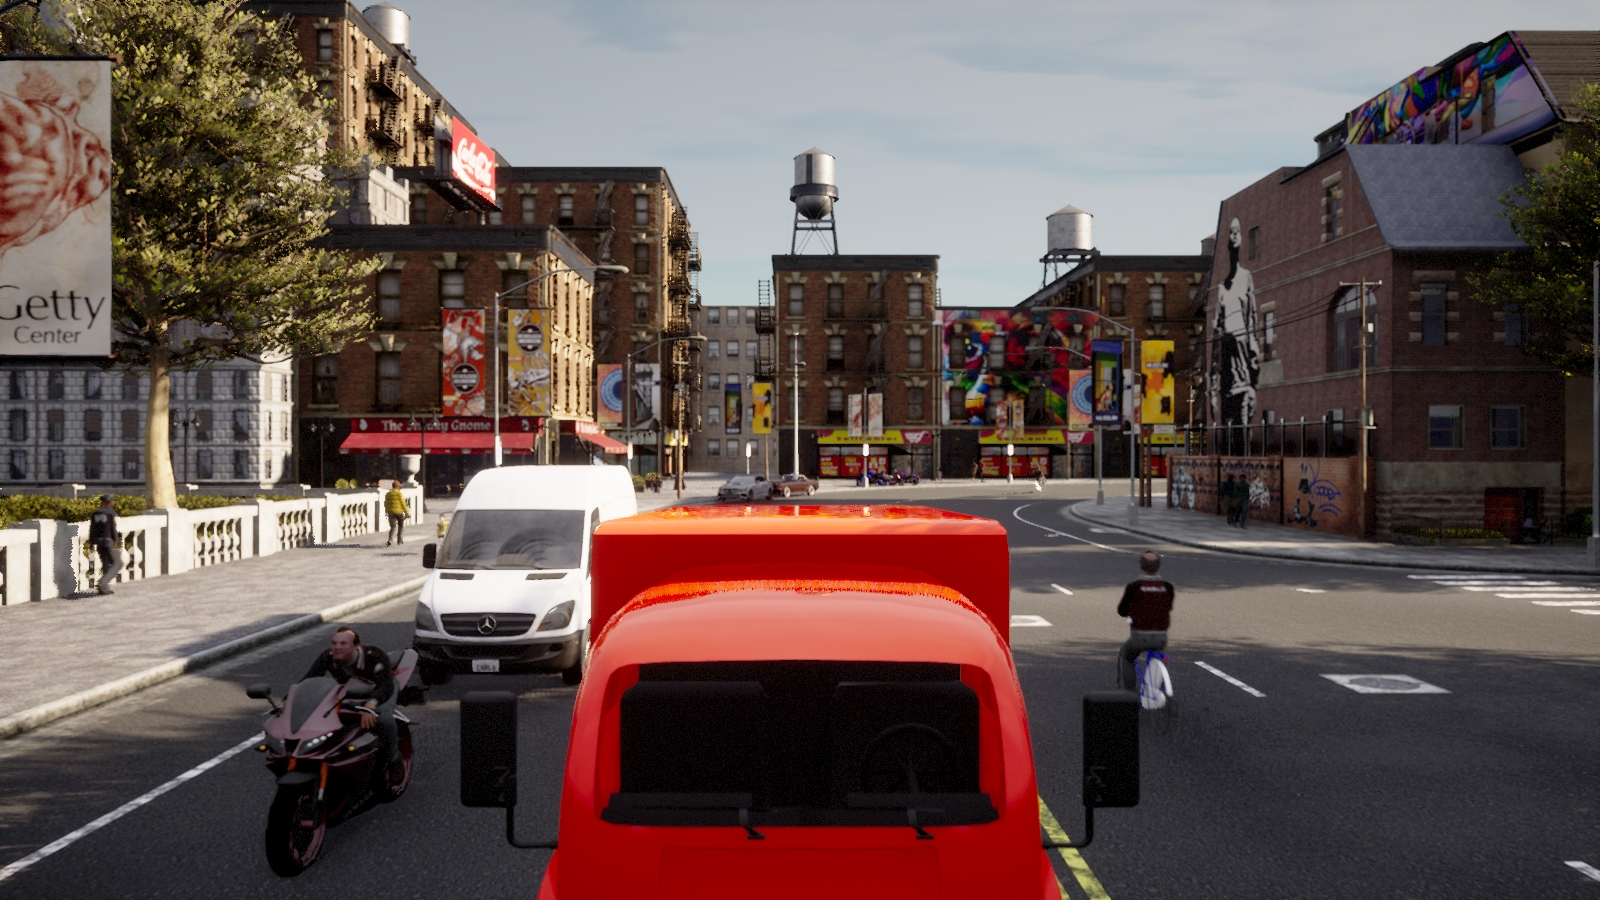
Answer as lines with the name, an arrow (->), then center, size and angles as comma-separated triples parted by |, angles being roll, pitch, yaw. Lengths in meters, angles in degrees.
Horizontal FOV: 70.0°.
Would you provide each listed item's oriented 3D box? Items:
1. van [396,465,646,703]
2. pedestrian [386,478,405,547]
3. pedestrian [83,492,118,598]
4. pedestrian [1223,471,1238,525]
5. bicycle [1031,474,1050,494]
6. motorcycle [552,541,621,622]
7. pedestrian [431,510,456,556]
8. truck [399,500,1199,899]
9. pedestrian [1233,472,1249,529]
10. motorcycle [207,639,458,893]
van -> -3.499, 1.526, 15.658 | 1.988, 2.561, 5.915 | 0, 0, 0
pedestrian -> -10.952, 1.681, 30.943 | 0.375, 1.860, 0.375 | 0, 0, 7
pedestrian -> -12.468, 1.685, 20.368 | 0.375, 1.860, 0.375 | 0, 0, 7
pedestrian -> 14.996, 1.676, 39.788 | 0.375, 1.860, 0.375 | 0, 0, -1
bicycle -> 15.420, 2.173, 73.129 | 0.329, 1.171, 1.835 | 0, 1, 42
motorcycle -> -3.604, 2.202, 19.444 | 0.803, 1.145, 2.033 | 0, 0, 0
pedestrian -> -8.823, 2.061, 28.300 | 0.500, 1.100, 0.500 | 0, 0, -7
truck -> -0.004, 1.579, 6.351 | 2.627, 2.467, 5.204 | 0, -1, 0
pedestrian -> 14.590, 1.677, 37.771 | 0.375, 1.860, 0.375 | 0, 0, -1
motorcycle -> -3.323, 2.200, 8.409 | 0.867, 1.251, 2.209 | 0, 0, 2
